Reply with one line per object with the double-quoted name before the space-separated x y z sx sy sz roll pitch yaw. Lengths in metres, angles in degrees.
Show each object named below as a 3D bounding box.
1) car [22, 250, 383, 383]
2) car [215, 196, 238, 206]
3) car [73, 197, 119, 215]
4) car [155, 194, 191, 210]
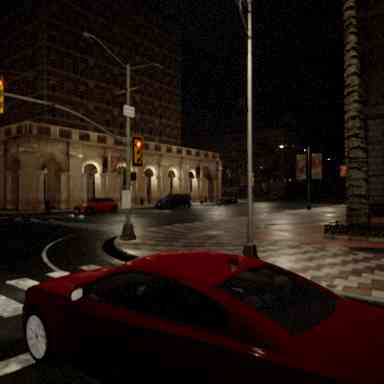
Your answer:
"car" -0.206 1.477 4.081 5.008 1.535 1.882 0 0 38
"car" 5.670 1.489 54.210 2.128 1.511 4.902 0 0 37
"car" -9.887 1.350 34.369 2.097 1.767 4.553 0 0 39
"car" -2.369 1.221 43.895 2.150 2.045 5.566 0 0 38
